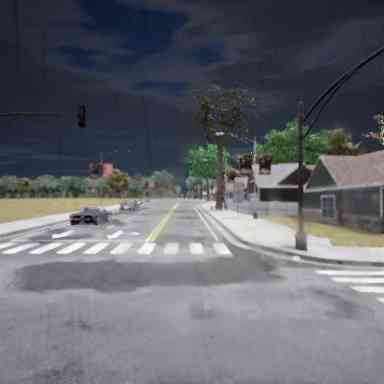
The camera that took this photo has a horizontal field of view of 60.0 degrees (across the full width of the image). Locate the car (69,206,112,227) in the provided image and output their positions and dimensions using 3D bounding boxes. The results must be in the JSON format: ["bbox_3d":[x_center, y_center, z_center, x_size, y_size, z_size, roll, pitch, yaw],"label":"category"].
[{"bbox_3d":[-7.153,1.676,23.770,1.895,1.301,4.718,0,0,-1],"label":"car"}]

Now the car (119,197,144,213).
[{"bbox_3d":[-7.496,1.639,40.148,2.128,1.511,4.902,0,0,-1],"label":"car"}]

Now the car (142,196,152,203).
[{"bbox_3d":[-7.749,1.400,55.878,1.837,1.490,4.892,0,0,-1],"label":"car"}]
